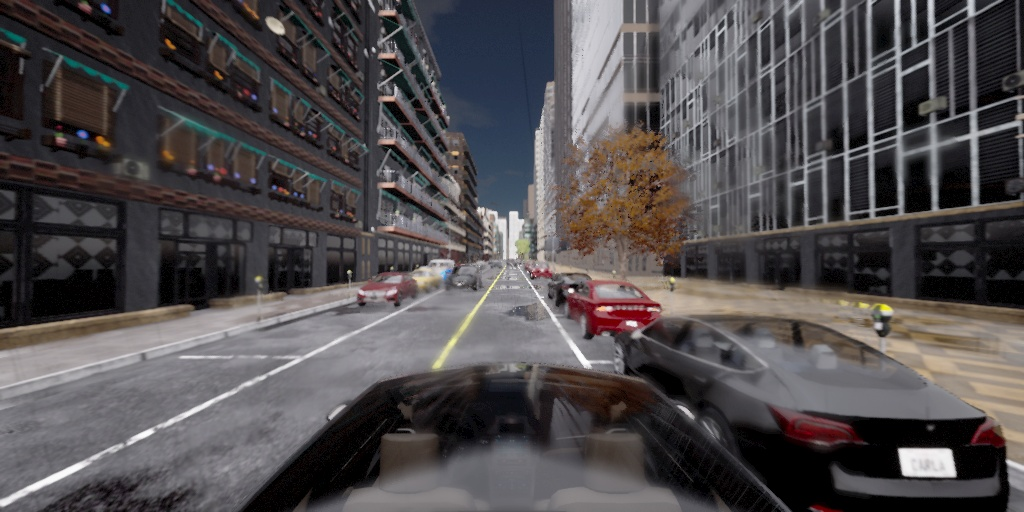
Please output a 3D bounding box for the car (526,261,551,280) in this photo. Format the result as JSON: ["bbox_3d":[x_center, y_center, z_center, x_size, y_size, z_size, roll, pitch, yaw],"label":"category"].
[{"bbox_3d":[2.562,1.298,32.566,1.967,1.591,4.097,0,0,0],"label":"car"}]

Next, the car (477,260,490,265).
[{"bbox_3d":[-5.323,1.507,61.043,2.007,1.370,4.403,0,0,0],"label":"car"}]

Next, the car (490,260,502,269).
[{"bbox_3d":[-2.796,1.527,63.455,1.994,1.385,4.181,0,0,1],"label":"car"}]

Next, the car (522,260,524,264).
[{"bbox_3d":[2.743,1.451,52.025,1.812,1.442,4.674,0,0,0],"label":"car"}]

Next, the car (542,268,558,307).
[{"bbox_3d":[2.564,1.365,15.608,1.948,1.339,4.313,0,0,0],"label":"car"}]

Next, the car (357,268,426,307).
[{"bbox_3d":[-5.317,1.382,15.871,1.802,1.307,4.207,0,0,0],"label":"car"}]

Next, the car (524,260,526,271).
[{"bbox_3d":[2.561,1.423,38.218,1.888,1.381,4.507,0,0,0],"label":"car"}]

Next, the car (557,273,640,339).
[{"bbox_3d":[2.565,1.324,9.955,1.888,1.381,4.507,0,0,0],"label":"car"}]

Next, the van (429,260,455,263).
[{"bbox_3d":[-5.318,1.181,27.164,1.690,1.789,3.998,0,0,0],"label":"van"}]

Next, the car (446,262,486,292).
[{"bbox_3d":[-2.854,1.326,21.959,1.837,1.490,4.892,0,0,0],"label":"car"}]

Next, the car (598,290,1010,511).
[{"bbox_3d":[2.566,1.325,4.303,1.948,1.339,4.313,0,0,0],"label":"car"}]

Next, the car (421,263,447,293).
[{"bbox_3d":[-5.317,1.346,21.347,1.751,1.417,4.829,0,0,0],"label":"car"}]
